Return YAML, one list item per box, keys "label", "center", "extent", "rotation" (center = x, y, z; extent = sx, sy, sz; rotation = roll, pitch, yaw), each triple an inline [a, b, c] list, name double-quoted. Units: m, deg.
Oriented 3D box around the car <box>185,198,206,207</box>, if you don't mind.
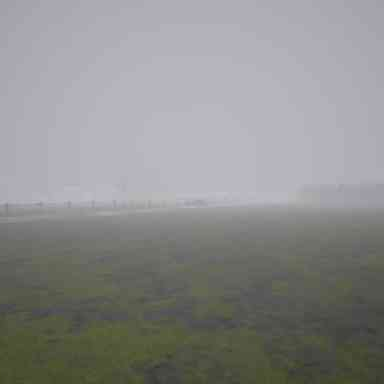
- label: "car"
  center: [0.611, 1.753, 58.933]
  extent: [1.882, 1.535, 5.008]
  rotation: [0, 0, 34]
